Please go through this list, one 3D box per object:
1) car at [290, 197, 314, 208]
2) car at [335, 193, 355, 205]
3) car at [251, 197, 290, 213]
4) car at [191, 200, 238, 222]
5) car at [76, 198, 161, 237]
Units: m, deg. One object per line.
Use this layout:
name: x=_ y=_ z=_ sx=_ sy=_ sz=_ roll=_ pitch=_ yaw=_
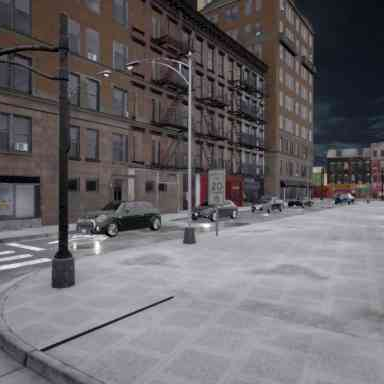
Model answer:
car: x=13.396 y=1.268 z=40.970 sx=1.895 sy=1.301 sz=4.718 roll=0 pitch=1 yaw=36
car: x=22.840 y=0.954 z=49.563 sx=2.097 sy=1.767 sz=4.553 roll=0 pitch=1 yaw=36
car: x=7.525 y=1.222 z=32.869 sx=2.128 sy=1.511 sz=4.902 roll=0 pitch=1 yaw=36
car: x=1.706 y=1.304 z=24.781 sx=1.837 sy=1.490 sz=4.892 roll=0 pitch=1 yaw=36
car: x=-3.699 y=1.218 z=17.308 sx=2.097 sy=1.767 sz=4.553 roll=0 pitch=1 yaw=37
